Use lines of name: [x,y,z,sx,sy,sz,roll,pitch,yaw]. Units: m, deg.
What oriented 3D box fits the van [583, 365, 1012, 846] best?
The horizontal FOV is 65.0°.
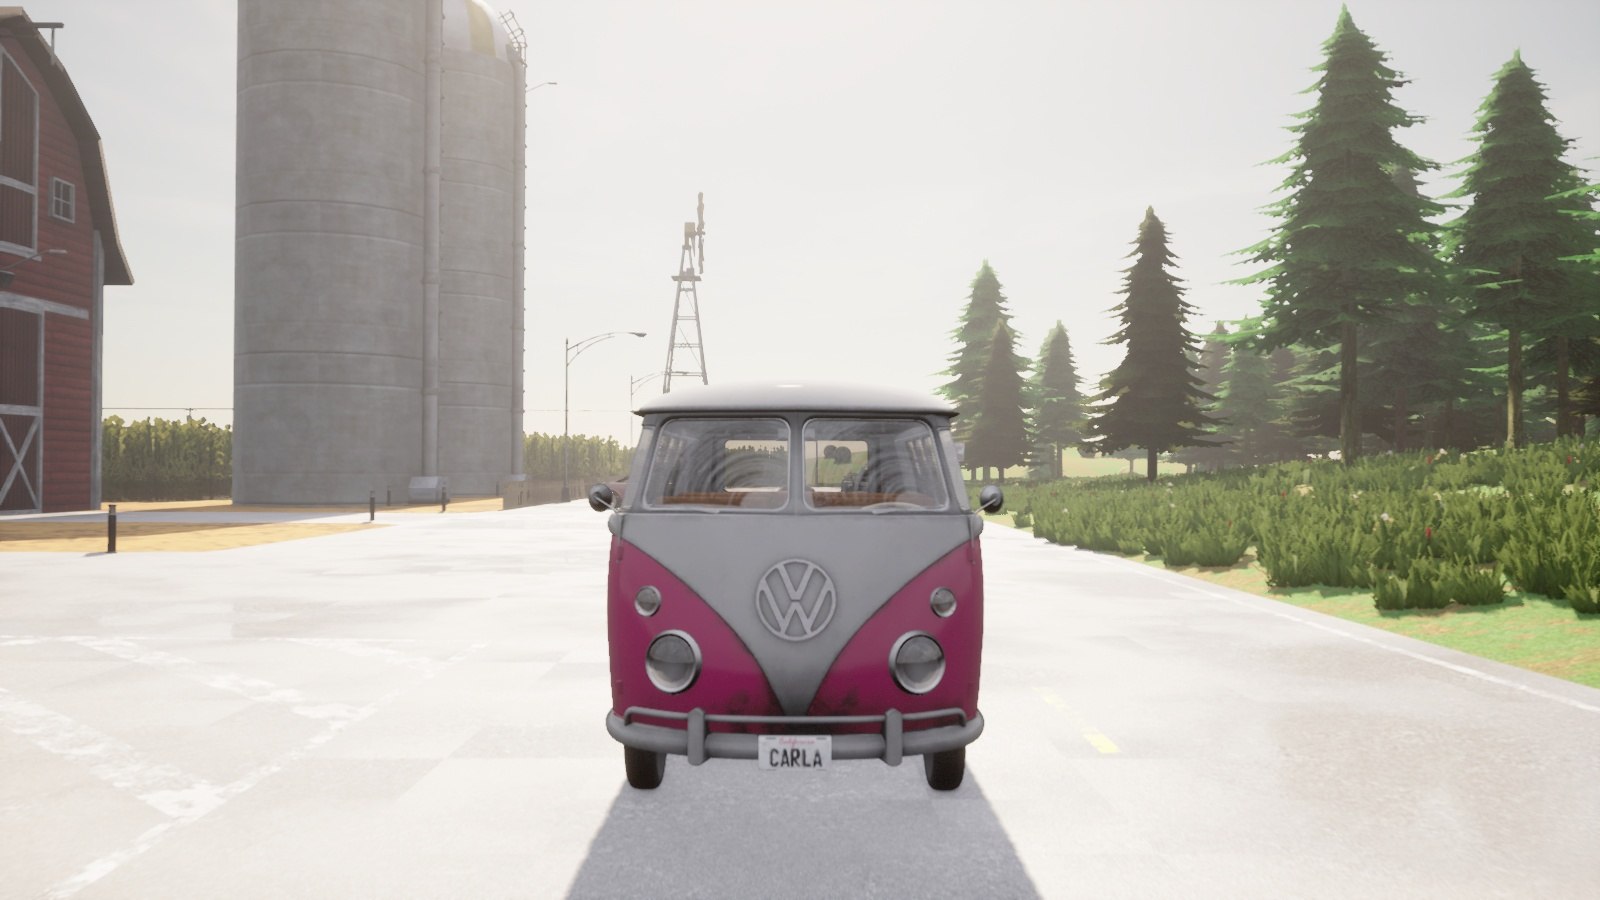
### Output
van: [-0.019,0.676,7.433,1.775,1.987,4.442,0,-1,0]
